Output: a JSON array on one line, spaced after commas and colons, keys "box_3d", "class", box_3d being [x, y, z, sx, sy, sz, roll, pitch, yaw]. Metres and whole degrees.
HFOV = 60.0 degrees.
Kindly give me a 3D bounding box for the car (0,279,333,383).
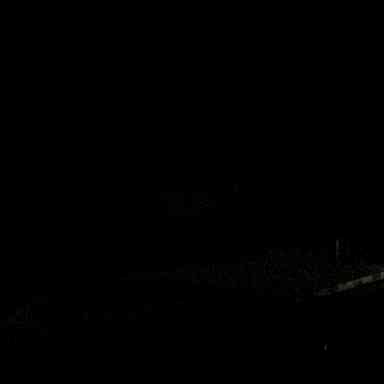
[{"box_3d": [-0.806, 1.531, 2.501, 4.674, 1.442, 1.812, 0, 0, -35], "class": "car"}]
